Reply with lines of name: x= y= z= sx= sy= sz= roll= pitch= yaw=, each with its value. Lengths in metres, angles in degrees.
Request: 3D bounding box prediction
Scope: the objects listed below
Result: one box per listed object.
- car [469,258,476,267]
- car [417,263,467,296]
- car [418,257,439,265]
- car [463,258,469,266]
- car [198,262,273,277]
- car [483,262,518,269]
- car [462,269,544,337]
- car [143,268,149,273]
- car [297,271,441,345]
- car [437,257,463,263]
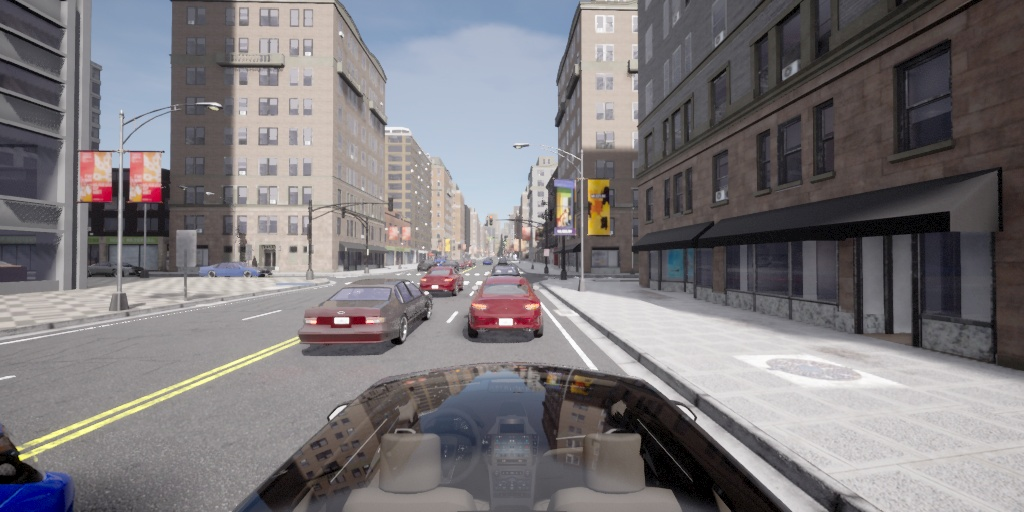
car: x=-8.244 y=1.079 z=64.613 sx=2.097 sy=1.767 sz=4.553 roll=0 pitch=0 yaw=-1
car: x=-3.660 y=1.279 z=19.053 sx=1.812 sy=1.442 sz=4.674 roll=0 pitch=0 yaw=-1
car: x=-11.080 y=1.218 z=47.237 sx=1.882 sy=1.535 sz=5.008 roll=0 pitch=0 yaw=-1
car: x=-8.023 y=1.261 z=54.737 sx=1.812 sy=1.442 sz=4.674 roll=0 pitch=0 yaw=-1
car: x=-23.666 y=1.202 z=30.732 sx=5.357 sy=1.411 sz=2.033 roll=0 pitch=-1 yaw=1
car: x=-0.404 y=1.244 z=19.230 sx=2.128 sy=1.511 sz=4.902 roll=0 pitch=0 yaw=-3
car: x=-0.179 y=1.278 z=10.145 sx=1.812 sy=1.442 sz=4.674 roll=0 pitch=0 yaw=-1
car: x=-33.632 y=1.176 z=30.413 sx=4.181 sy=1.385 sz=1.994 roll=0 pitch=-1 yaw=-2
car: x=-3.409 y=1.300 z=9.465 sx=2.033 sy=1.411 sz=5.357 roll=0 pitch=0 yaw=-2
car: x=-7.784 y=1.219 z=45.534 sx=1.882 sy=1.535 sz=5.008 roll=0 pitch=0 yaw=-2
